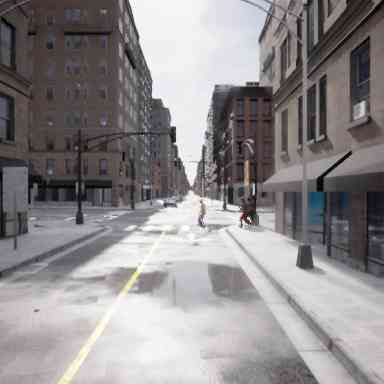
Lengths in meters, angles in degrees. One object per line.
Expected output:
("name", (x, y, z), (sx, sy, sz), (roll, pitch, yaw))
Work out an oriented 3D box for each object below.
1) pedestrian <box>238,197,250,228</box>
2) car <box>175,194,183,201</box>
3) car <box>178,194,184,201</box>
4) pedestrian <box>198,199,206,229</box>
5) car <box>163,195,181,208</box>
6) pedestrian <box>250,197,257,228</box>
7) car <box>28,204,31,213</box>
("pedestrian", (2.945, 1.135, 18.887), (0.375, 1.860, 0.375), (0, 0, 0))
("car", (-3.076, 1.364, 80.753), (1.837, 1.490, 4.892), (0, 0, 0))
("car", (-3.116, 1.523, 65.640), (1.994, 1.385, 4.181), (0, 0, 1))
("pedestrian", (0.620, 1.287, 20.083), (0.375, 1.860, 0.375), (0, 0, 0))
("car", (-3.183, 1.520, 49.080), (2.033, 1.411, 5.357), (0, 0, 0))
("pedestrian", (3.442, 1.134, 19.490), (0.375, 1.860, 0.375), (0, 0, 0))
("car", (-16.565, 1.104, 28.999), (4.553, 1.767, 2.097), (1, 0, 0))
